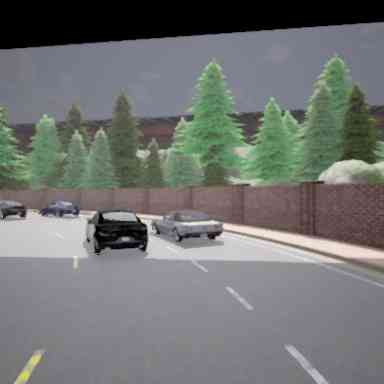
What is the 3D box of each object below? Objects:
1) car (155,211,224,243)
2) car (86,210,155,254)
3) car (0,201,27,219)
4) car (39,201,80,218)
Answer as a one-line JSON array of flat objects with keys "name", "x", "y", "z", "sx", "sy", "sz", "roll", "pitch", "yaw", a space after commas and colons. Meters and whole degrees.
[{"name": "car", "x": -0.433, "y": 1.537, "z": 15.964, "sx": 1.895, "sy": 1.301, "sz": 4.718, "roll": -1, "pitch": 0, "yaw": -25}, {"name": "car", "x": -3.196, "y": 1.450, "z": 13.584, "sx": 1.882, "sy": 1.535, "sz": 5.008, "roll": 0, "pitch": 0, "yaw": -22}, {"name": "car", "x": -16.369, "y": 1.535, "z": 29.030, "sx": 4.892, "sy": 1.490, "sz": 1.837, "roll": 0, "pitch": 0, "yaw": 34}, {"name": "car", "x": -11.998, "y": 1.510, "z": 30.190, "sx": 4.674, "sy": 1.442, "sz": 1.812, "roll": 0, "pitch": 0, "yaw": 38}]
